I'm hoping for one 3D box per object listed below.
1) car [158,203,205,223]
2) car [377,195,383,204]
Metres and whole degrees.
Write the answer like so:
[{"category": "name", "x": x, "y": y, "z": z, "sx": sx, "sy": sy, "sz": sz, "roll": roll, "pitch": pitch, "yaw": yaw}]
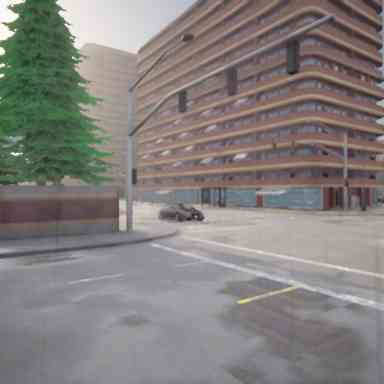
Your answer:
[{"category": "car", "x": -0.871, "y": 1.563, "z": 25.344, "sx": 1.994, "sy": 1.385, "sz": 4.181, "roll": 0, "pitch": 0, "yaw": -35}, {"category": "car", "x": 32.517, "y": 1.226, "z": 57.177, "sx": 2.128, "sy": 1.511, "sz": 4.902, "roll": 0, "pitch": 0, "yaw": -4}]
